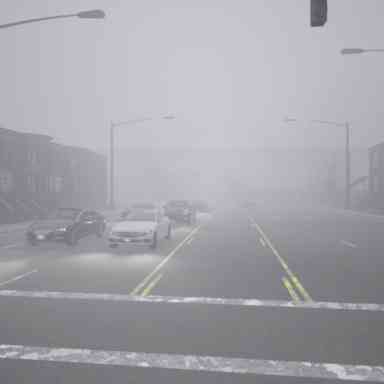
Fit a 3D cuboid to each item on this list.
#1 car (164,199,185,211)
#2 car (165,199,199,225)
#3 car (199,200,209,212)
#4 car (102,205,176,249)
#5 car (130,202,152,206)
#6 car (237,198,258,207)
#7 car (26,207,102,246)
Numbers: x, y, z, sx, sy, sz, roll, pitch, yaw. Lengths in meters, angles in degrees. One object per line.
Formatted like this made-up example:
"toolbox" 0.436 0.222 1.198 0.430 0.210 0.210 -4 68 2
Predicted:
"car" -2.184 1.599 42.364 1.895 1.301 4.718 0 0 7
"car" -0.969 1.351 24.157 2.097 1.767 4.553 0 0 7
"car" 0.842 1.598 38.556 1.895 1.301 4.718 0 0 8
"car" -2.133 1.525 14.791 1.812 1.442 4.674 0 0 7
"car" -4.139 1.546 27.057 2.033 1.411 5.357 0 0 7
"car" 8.333 1.597 50.500 1.895 1.301 4.718 0 0 -8
"car" -5.579 1.491 15.361 2.128 1.511 4.902 0 0 7
